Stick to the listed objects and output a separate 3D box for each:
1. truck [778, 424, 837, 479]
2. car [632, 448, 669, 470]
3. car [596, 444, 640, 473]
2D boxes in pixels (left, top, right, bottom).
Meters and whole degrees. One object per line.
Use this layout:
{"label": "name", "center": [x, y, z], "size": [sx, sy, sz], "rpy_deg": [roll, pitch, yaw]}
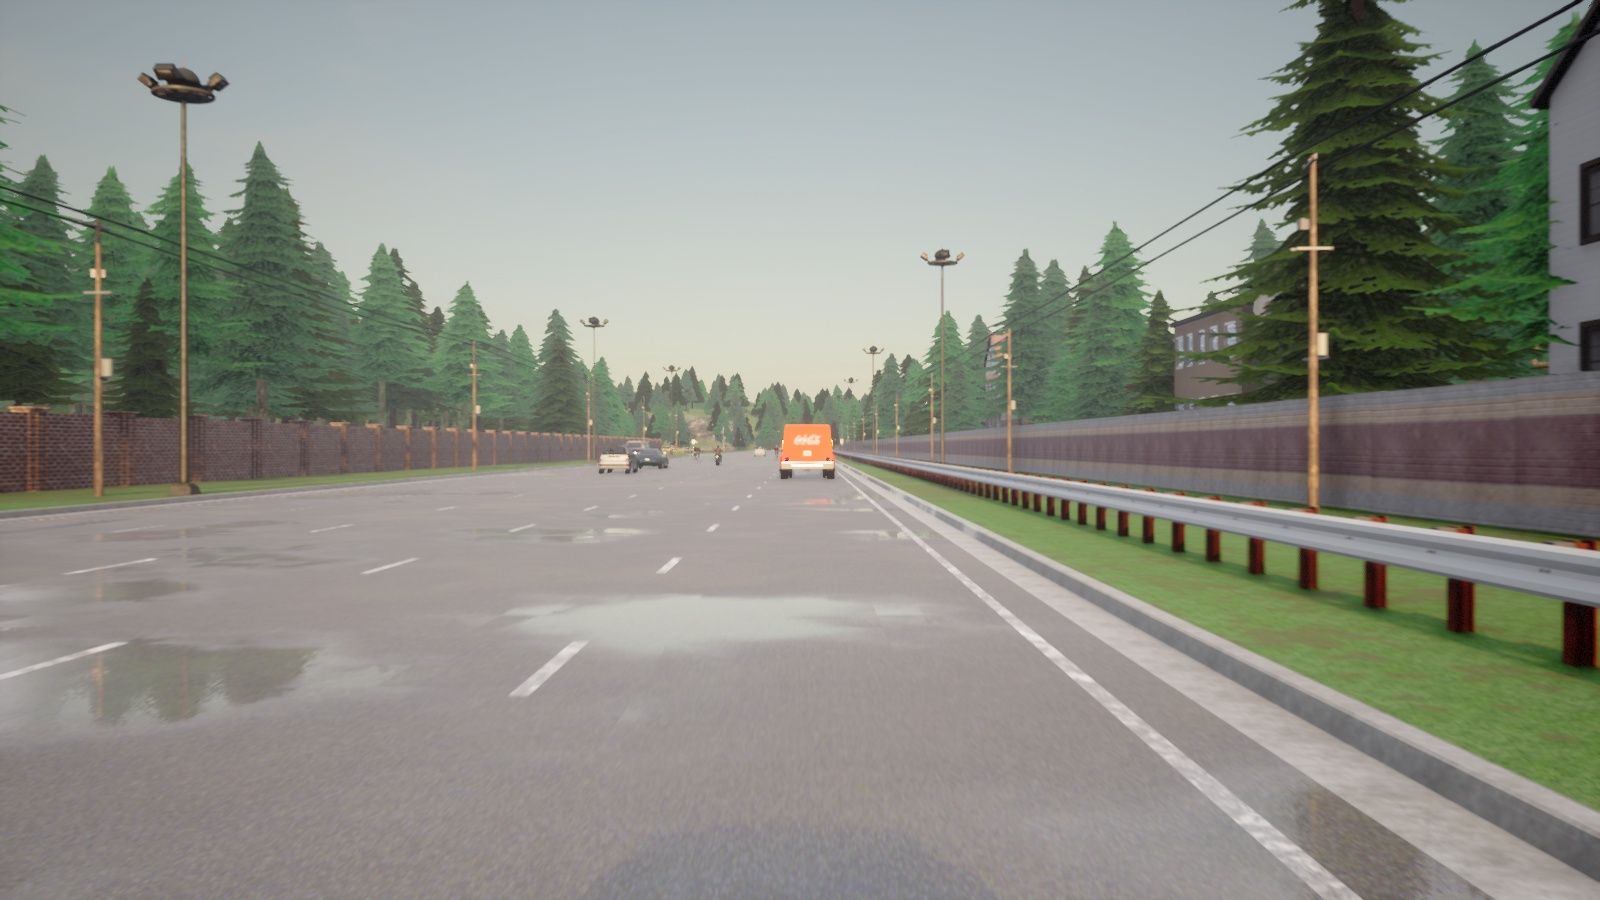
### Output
{"label": "truck", "center": [0.352, 0.092, 58.952], "size": [2.627, 2.467, 5.204], "rpy_deg": [0, -1, 0]}
{"label": "car", "center": [-10.005, 0.585, 84.215], "size": [1.994, 1.385, 4.181], "rpy_deg": [0, 0, 0]}
{"label": "car", "center": [-10.088, 0.456, 69.932], "size": [1.851, 1.617, 3.988], "rpy_deg": [0, 0, 1]}
